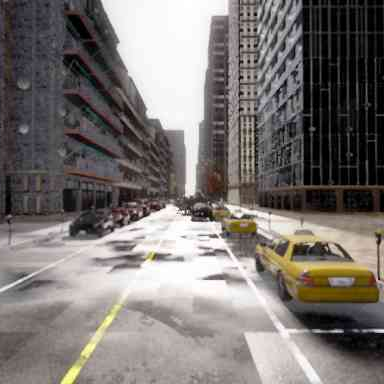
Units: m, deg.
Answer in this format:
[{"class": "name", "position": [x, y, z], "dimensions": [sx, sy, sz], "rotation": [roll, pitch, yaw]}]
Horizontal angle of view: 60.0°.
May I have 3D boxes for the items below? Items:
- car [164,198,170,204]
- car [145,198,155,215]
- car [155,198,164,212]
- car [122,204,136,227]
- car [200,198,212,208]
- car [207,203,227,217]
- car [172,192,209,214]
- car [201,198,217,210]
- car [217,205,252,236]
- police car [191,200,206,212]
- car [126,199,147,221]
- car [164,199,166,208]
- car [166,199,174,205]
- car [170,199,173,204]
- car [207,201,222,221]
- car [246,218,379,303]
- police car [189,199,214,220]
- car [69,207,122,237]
[{"class": "car", "position": [-5.705, 1.970, 59.105], "dimensions": [2.192, 1.841, 5.009], "rotation": [0, -1, 0]}, {"class": "car", "position": [-5.696, 1.699, 36.453], "dimensions": [2.192, 1.841, 5.009], "rotation": [0, -1, 0]}, {"class": "car", "position": [-5.700, 1.831, 47.778], "dimensions": [2.192, 1.841, 5.009], "rotation": [0, -1, 0]}, {"class": "car", "position": [-5.694, 1.837, 25.124], "dimensions": [1.802, 1.307, 4.206], "rotation": [0, -1, 0]}, {"class": "car", "position": [2.673, 2.043, 64.769], "dimensions": [2.192, 1.841, 5.009], "rotation": [0, -1, 0]}, {"class": "car", "position": [2.682, 1.950, 36.453], "dimensions": [1.947, 1.339, 4.313], "rotation": [0, -1, 0]}, {"class": "car", "position": [-0.207, 1.548, 41.251], "dimensions": [2.150, 2.045, 5.566], "rotation": [-16, -3, -17]}, {"class": "car", "position": [2.677, 1.899, 53.445], "dimensions": [2.192, 1.841, 5.009], "rotation": [0, -1, 0]}, {"class": "car", "position": [2.689, 1.721, 19.635], "dimensions": [1.752, 1.417, 4.829], "rotation": [0, -1, 0]}, {"class": "police car", "position": [0.884, 1.937, 47.428], "dimensions": [1.930, 1.638, 5.238], "rotation": [0, -1, 0]}, {"class": "car", "position": [-5.695, 1.759, 30.788], "dimensions": [1.967, 1.590, 4.097], "rotation": [0, -1, 0]}, {"class": "car", "position": [-5.704, 2.108, 53.269], "dimensions": [1.752, 1.417, 4.829], "rotation": [0, -1, 0]}, {"class": "car", "position": [-5.717, 2.606, 87.415], "dimensions": [1.947, 1.339, 4.313], "rotation": [0, -1, 0]}, {"class": "car", "position": [-3.024, 2.298, 71.796], "dimensions": [1.882, 1.535, 5.008], "rotation": [0, -1, 0]}, {"class": "car", "position": [2.684, 1.846, 30.960], "dimensions": [1.752, 1.417, 4.829], "rotation": [0, -1, 0]}, {"class": "car", "position": [2.694, 1.605, 8.311], "dimensions": [1.752, 1.417, 4.829], "rotation": [0, -1, 0]}, {"class": "police car", "position": [0.889, 1.751, 31.429], "dimensions": [1.930, 1.638, 5.238], "rotation": [0, -1, 0]}, {"class": "car", "position": [-5.692, 1.760, 19.462], "dimensions": [1.947, 1.339, 4.313], "rotation": [0, -1, 0]}]
